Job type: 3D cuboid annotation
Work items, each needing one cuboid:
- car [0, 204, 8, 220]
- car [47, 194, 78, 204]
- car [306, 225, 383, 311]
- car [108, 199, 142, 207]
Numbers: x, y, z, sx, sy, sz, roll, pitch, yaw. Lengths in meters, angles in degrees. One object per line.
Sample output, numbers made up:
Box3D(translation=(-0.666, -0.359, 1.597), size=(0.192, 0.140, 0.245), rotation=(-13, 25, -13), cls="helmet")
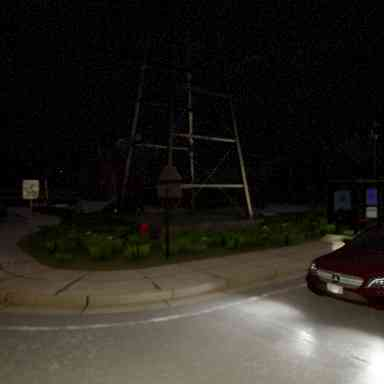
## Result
Box3D(translation=(-16.635, 1.499, 25.721), size=(4.193, 1.474, 1.816), rotation=(0, 0, -36), cls="car")
Box3D(translation=(-20.363, 1.239, 52.318), size=(4.605, 1.855, 1.932), rotation=(0, 0, -36), cls="car")
Box3D(translation=(4.552, 1.485, 7.315), size=(4.674, 1.442, 1.812), rotation=(0, 0, -33), cls="car")
Box3D(translation=(-6.953, 1.448, 34.276), size=(3.905, 1.438, 1.784), rotation=(0, 0, -36), cls="car")
